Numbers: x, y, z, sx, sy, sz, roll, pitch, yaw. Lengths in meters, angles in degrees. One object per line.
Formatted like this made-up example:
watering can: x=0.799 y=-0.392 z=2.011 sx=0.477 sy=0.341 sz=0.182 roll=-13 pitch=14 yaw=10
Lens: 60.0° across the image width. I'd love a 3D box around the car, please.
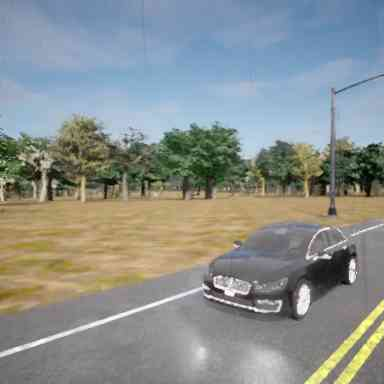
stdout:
car: x=2.253 y=1.479 z=7.500 sx=1.837 sy=1.490 sz=4.892 roll=1 pitch=0 yaw=42
